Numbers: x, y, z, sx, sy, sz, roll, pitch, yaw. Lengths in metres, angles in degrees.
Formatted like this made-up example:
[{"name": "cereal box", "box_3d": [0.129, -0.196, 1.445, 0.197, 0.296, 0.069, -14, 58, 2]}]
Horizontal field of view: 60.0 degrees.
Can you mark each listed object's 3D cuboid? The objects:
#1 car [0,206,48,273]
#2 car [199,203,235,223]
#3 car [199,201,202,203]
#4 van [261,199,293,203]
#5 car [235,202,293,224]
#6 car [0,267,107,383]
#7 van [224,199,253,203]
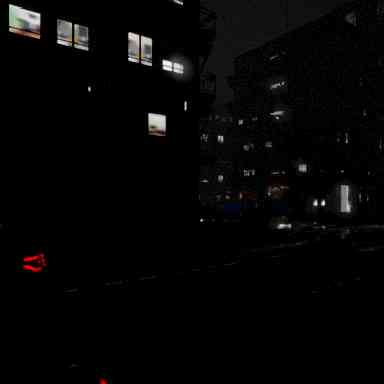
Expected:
[{"name": "car", "box_3d": [-4.814, 1.223, 4.244, 5.566, 2.045, 2.150, 0, 0, -35]}, {"name": "car", "box_3d": [1.798, 1.875, 28.649, 1.802, 1.307, 4.206, -1, 0, -36]}, {"name": "car", "box_3d": [0.352, 1.713, 34.961, 2.097, 1.767, 4.553, 0, -1, -36]}, {"name": "van", "box_3d": [8.541, 1.603, 33.562, 1.690, 1.788, 3.998, -1, 0, -36]}, {"name": "car", "box_3d": [5.907, 1.802, 27.399, 1.994, 1.385, 4.181, 0, -1, -36]}, {"name": "car", "box_3d": [-2.590, 1.564, 1.840, 4.181, 1.385, 1.994, 0, 0, -35]}, {"name": "van", "box_3d": [5.228, 1.676, 38.080, 1.690, 1.788, 3.998, -1, 0, -36]}]
